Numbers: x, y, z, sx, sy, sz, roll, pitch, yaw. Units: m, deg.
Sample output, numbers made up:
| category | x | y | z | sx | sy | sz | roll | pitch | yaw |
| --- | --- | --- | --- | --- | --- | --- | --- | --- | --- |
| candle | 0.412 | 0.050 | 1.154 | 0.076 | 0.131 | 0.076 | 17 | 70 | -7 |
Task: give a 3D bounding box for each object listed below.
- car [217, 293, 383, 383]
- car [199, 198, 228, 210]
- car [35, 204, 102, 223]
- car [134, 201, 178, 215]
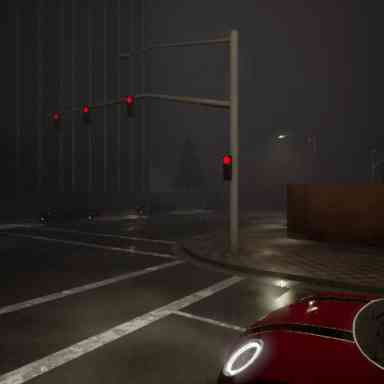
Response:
| category | x | y | z | sx | sy | sz | roll | pitch | yaw |
| --- | --- | --- | --- | --- | --- | --- | --- | --- | --- |
| car | 2.394 | 1.352 | 2.250 | 4.553 | 1.767 | 2.097 | 0 | 0 | 36 |
| car | 2.836 | 1.488 | 42.681 | 2.128 | 1.511 | 4.902 | 0 | 0 | 36 |
| car | -9.376 | 1.601 | 25.493 | 1.895 | 1.301 | 4.718 | 0 | 0 | 35 |
| car | -3.596 | 1.601 | 33.648 | 1.895 | 1.301 | 4.718 | 0 | 0 | 35 |
